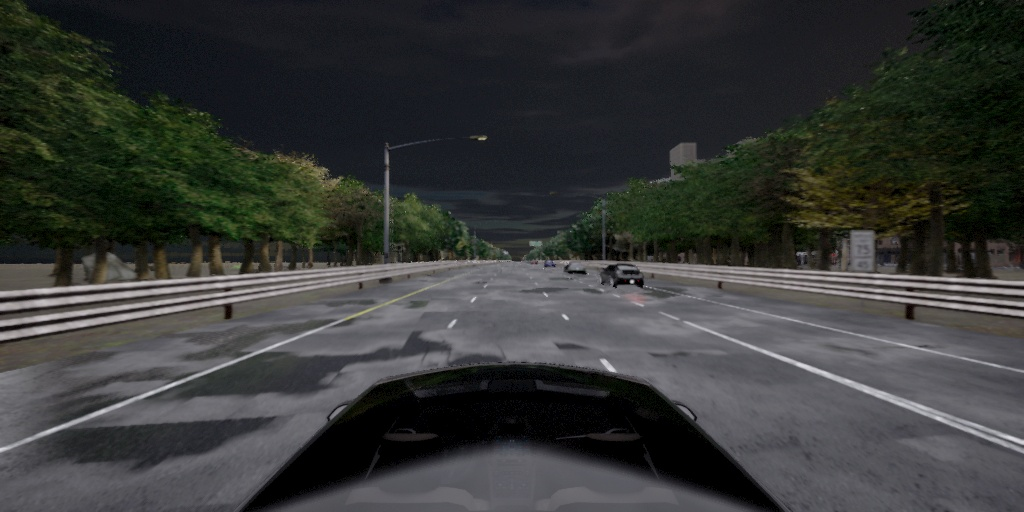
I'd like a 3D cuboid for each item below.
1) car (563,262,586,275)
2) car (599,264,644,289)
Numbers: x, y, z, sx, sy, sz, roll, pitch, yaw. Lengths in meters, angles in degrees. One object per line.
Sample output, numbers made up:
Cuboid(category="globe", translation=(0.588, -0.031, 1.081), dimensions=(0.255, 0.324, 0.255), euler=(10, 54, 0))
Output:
Cuboid(category="car", translation=(6.981, 1.346, 40.210), dimensions=(1.994, 1.385, 4.181), euler=(0, 0, 0))
Cuboid(category="car", translation=(6.997, 1.255, 23.318), dimensions=(1.837, 1.490, 4.892), euler=(0, 0, 0))
